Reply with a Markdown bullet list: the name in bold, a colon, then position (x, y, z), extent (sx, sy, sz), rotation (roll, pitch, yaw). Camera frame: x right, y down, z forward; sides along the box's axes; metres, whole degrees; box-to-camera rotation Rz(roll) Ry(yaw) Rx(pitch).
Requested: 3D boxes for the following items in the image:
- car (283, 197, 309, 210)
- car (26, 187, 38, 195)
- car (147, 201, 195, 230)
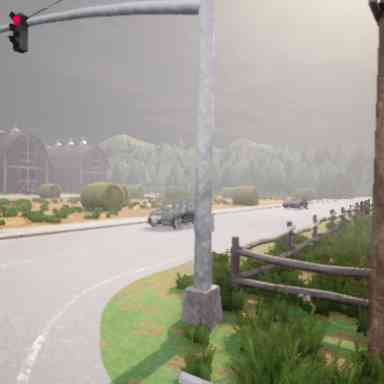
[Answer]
- **car**: position (12.712, 1.356, 40.520), extent (2.033, 1.411, 5.357), rotation (1, 1, 34)
- **car**: position (-37.470, -0.209, 78.161), extent (1.905, 1.878, 3.866), rotation (7, 1, -13)
- **car**: position (-0.689, 1.310, 20.133), extent (2.128, 1.511, 4.902), rotation (1, 1, 33)
